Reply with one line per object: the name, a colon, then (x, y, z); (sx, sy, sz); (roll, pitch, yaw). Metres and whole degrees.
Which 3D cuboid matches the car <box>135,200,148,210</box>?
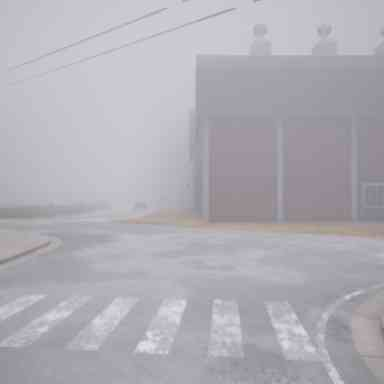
car: (-8.304, 2.112, 54.735); (1.837, 1.490, 4.892); (0, -1, -3)
